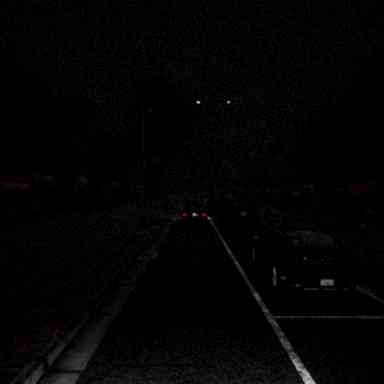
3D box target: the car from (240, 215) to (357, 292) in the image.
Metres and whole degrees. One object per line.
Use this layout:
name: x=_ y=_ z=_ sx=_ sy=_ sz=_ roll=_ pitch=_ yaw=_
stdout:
car: x=2.671 y=1.545 z=8.731 sx=2.008 sy=1.369 sz=4.403 roll=1 pitch=0 yaw=0

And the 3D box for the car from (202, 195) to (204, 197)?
car: x=2.772 y=1.490 z=47.517 sx=1.887 sy=1.381 sz=4.507 roll=1 pitch=0 yaw=0

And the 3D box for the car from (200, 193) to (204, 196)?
car: x=2.789 y=1.252 z=53.058 sx=2.192 sy=1.841 sz=5.009 roll=1 pitch=0 yaw=0

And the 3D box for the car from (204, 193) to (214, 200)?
car: x=2.746 y=1.275 z=36.436 sx=2.192 sy=1.841 sz=5.009 roll=1 pitch=0 yaw=0

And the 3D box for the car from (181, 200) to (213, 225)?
car: x=0.165 y=1.524 z=24.101 sx=2.033 sy=1.411 sz=5.357 roll=0 pitch=0 yaw=0

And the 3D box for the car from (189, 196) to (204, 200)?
car: x=0.209 y=1.553 z=42.174 sx=1.895 sy=1.301 sz=4.718 roll=0 pitch=0 yaw=0

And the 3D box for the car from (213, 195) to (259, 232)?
car: x=2.703 y=1.297 z=19.813 sx=2.192 sy=1.841 sz=5.009 roll=1 pitch=0 yaw=0

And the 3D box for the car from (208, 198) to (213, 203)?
car: x=2.728 y=1.533 z=30.895 sx=1.947 sy=1.339 sz=4.313 roll=1 pitch=0 yaw=0
